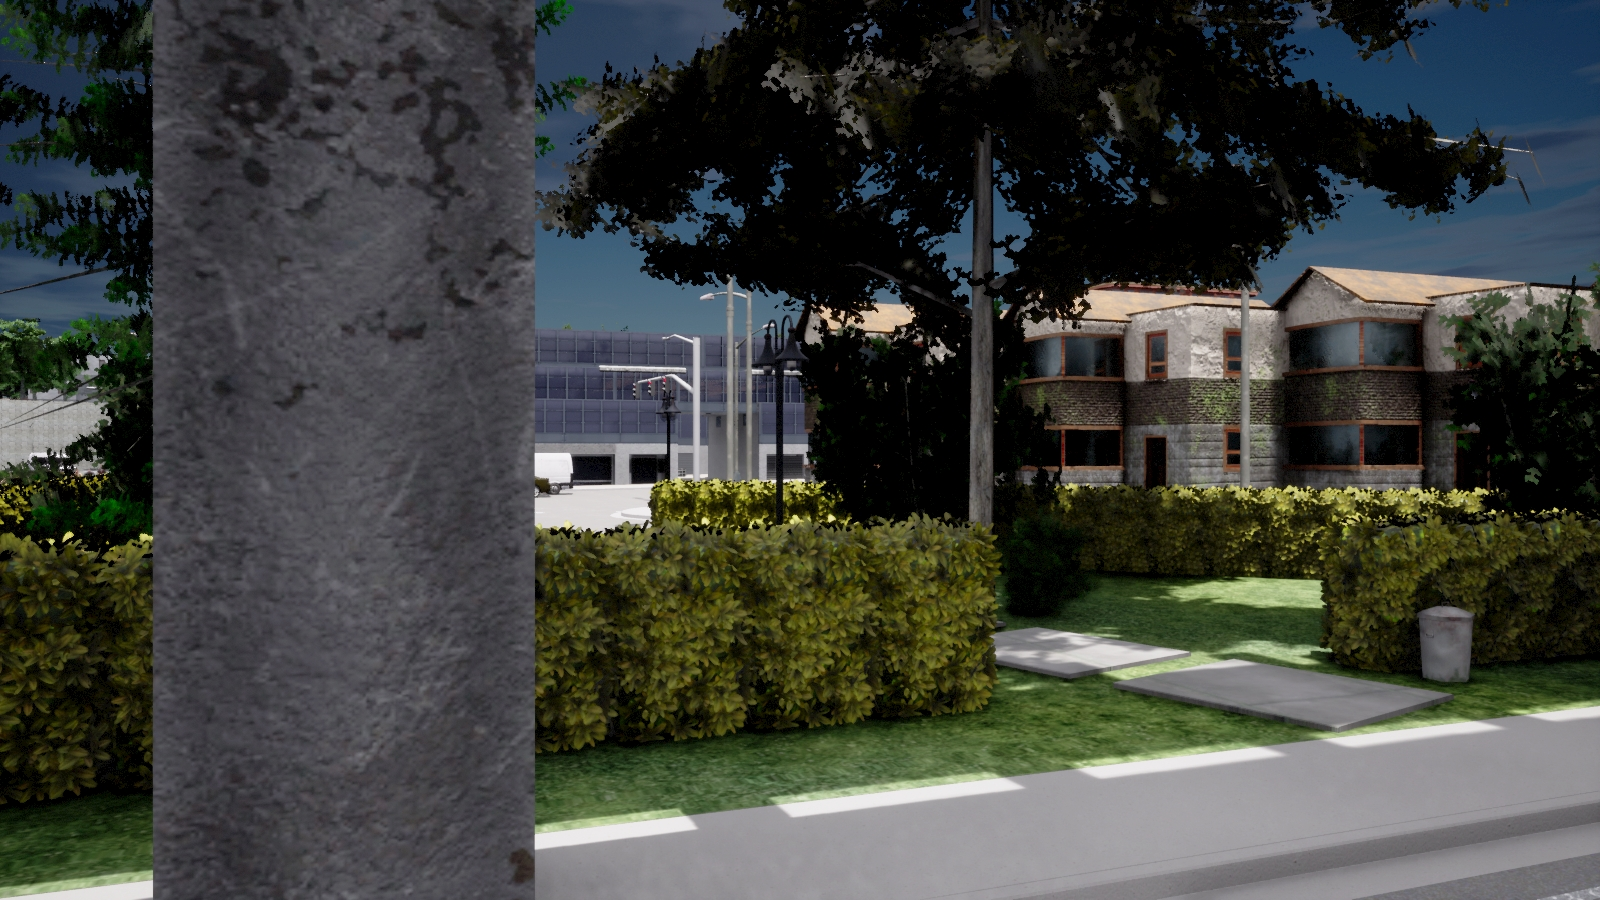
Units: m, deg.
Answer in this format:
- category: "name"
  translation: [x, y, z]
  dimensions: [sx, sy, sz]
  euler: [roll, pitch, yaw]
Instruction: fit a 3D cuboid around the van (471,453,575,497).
- category: "van"
  translation: [-16.822, 1.478, 69.483]
  dimensions: [5.915, 2.561, 1.988]
  euler: [0, 0, -21]
